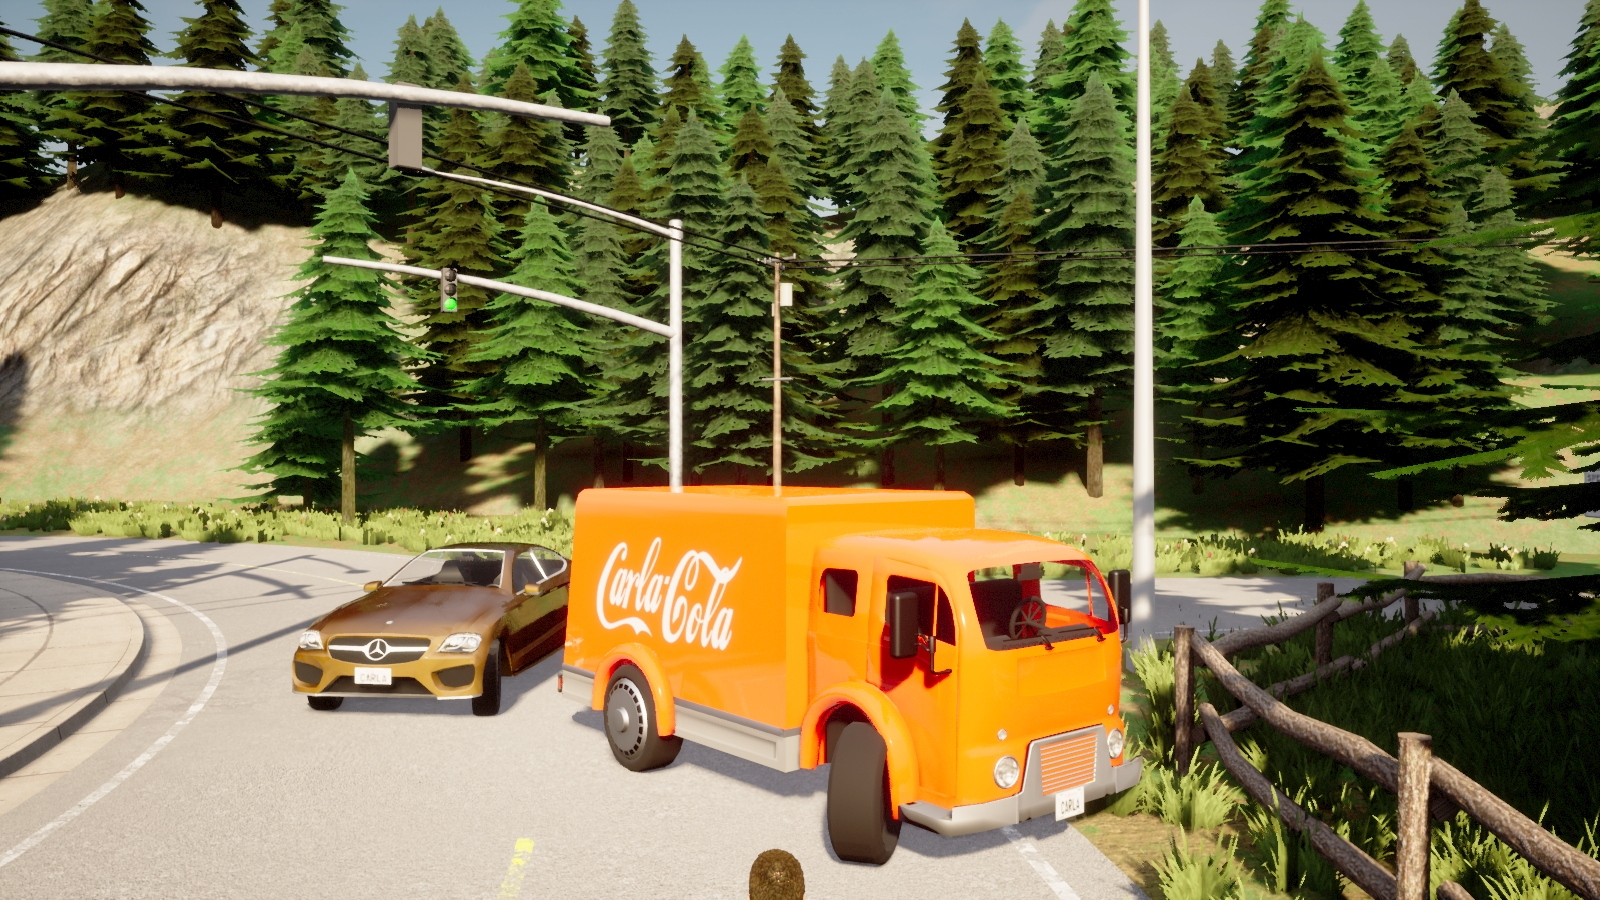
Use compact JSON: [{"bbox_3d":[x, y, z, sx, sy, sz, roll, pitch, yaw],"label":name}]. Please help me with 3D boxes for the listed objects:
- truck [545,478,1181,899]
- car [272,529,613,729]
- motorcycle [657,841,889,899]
[{"bbox_3d":[0.202,1.542,9.769,2.627,2.467,5.204,0,0,-39],"label":"truck"},{"bbox_3d":[-4.038,1.970,14.038,2.152,1.651,5.027,0,0,6],"label":"car"},{"bbox_3d":[-0.074,2.159,3.526,0.803,1.199,2.033,0,0,-2],"label":"motorcycle"}]
